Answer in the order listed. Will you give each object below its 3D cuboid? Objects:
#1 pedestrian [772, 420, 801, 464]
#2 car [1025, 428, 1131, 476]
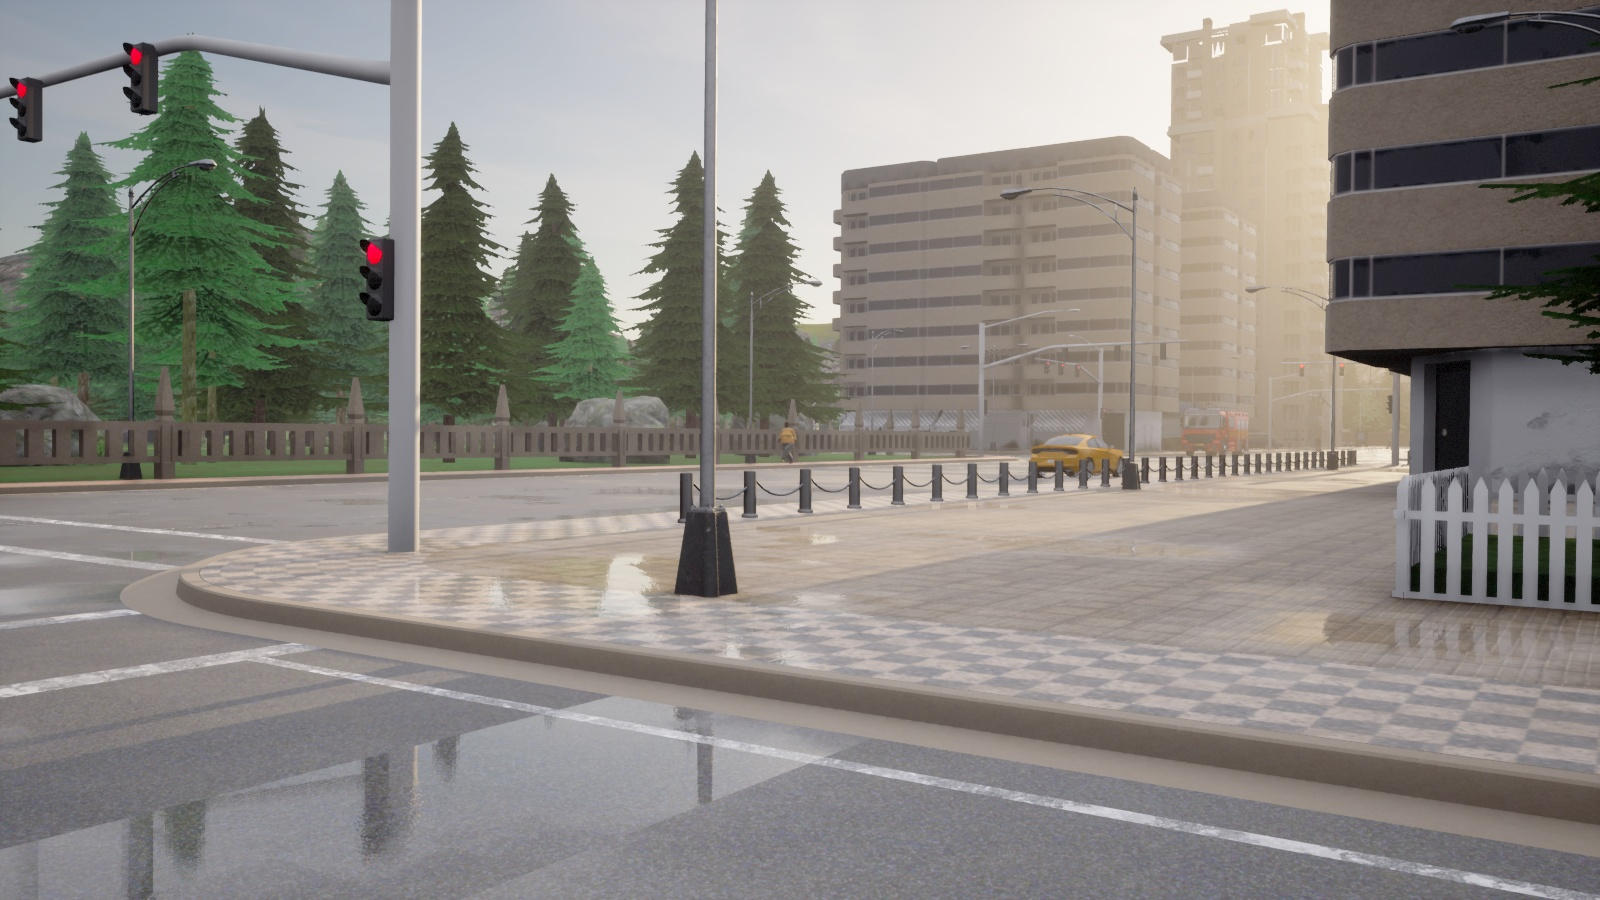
[{"bbox_3d":[-0.570,-0.330,53.098,0.874,1.855,0.900,0,1,33],"label":"pedestrian"},{"bbox_3d":[9.651,0.030,43.352,1.882,1.535,5.008,0,1,34],"label":"car"}]
